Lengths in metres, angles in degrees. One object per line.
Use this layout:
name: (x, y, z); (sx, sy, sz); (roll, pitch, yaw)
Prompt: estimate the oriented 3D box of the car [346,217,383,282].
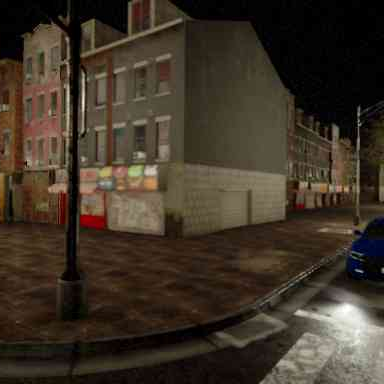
car: (5.794, 1.480, 9.376); (1.882, 1.535, 5.008); (1, 0, 36)
